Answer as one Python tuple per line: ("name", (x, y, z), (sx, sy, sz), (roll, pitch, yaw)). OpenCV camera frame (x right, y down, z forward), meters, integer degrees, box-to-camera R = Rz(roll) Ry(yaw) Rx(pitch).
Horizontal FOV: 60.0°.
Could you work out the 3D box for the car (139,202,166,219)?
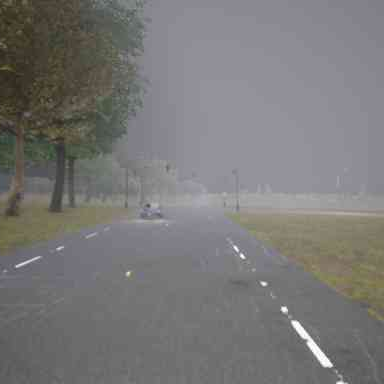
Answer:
("car", (-3.560, 1.653, 30.480), (1.812, 1.442, 4.674), (0, -1, 0))
